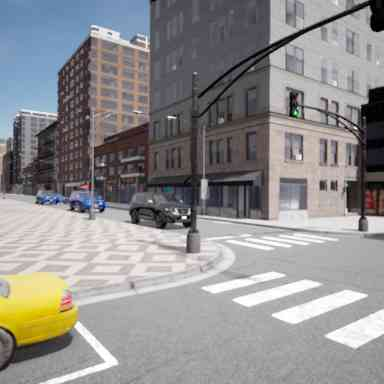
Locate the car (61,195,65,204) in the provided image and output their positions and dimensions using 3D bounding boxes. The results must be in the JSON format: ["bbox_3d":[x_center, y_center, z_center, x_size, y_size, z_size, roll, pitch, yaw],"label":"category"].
[{"bbox_3d":[-16.617,1.117,46.900,1.812,1.442,4.674,1,0,-35],"label":"car"}]

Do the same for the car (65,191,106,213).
[{"bbox_3d":[-10.315,0.921,32.535,2.150,2.045,5.566,1,0,-36],"label":"car"}]

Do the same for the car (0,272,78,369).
[{"bbox_3d":[-3.932,1.525,3.947,4.829,1.417,1.752,0,1,-36],"label":"car"}]

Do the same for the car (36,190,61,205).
[{"bbox_3d":[-20.522,0.764,47.119,2.150,2.045,5.566,1,0,-35],"label":"car"}]

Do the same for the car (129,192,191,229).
[{"bbox_3d":[-2.023,1.052,20.812,2.150,2.045,5.566,1,0,-35],"label":"car"}]

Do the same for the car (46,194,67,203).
[{"bbox_3d":[-22.377,1.048,54.956,2.033,1.411,5.357,1,0,-35],"label":"car"}]
